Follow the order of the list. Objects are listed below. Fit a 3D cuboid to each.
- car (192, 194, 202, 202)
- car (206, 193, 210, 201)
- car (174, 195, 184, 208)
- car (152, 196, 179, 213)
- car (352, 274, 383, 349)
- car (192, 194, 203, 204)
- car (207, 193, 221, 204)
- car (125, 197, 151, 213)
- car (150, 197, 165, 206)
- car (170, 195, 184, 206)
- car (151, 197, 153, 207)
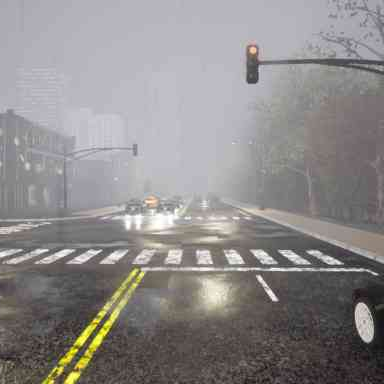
[{"bbox_3d":[1.179,1.325,77.120,2.097,1.767,4.553,0,0,1],"label":"car"},{"bbox_3d":[4.422,1.195,76.637,2.150,2.045,5.566,0,0,1],"label":"car"},{"bbox_3d":[-2.630,1.476,46.212,2.128,1.511,4.902,0,0,1],"label":"car"},{"bbox_3d":[-2.830,1.481,36.704,2.128,1.511,4.902,0,0,-2],"label":"car"},{"bbox_3d":[3.397,1.477,3.220,1.882,1.535,5.008,0,0,1],"label":"car"},{"bbox_3d":[1.085,1.523,64.619,2.033,1.411,5.357,0,0,1],"label":"car"},{"bbox_3d":[4.307,1.480,62.516,1.837,1.490,4.892,0,-1,1],"label":"car"},{"bbox_3d":[-6.046,1.481,36.376,2.128,1.511,4.902,0,0,-1],"label":"car"},{"bbox_3d":[-5.714,1.545,55.940,1.994,1.385,4.181,0,0,2],"label":"car"},{"bbox_3d":[-2.470,1.332,56.503,2.097,1.767,4.553,0,0,1],"label":"car"},{"bbox_3d":[-5.884,1.463,45.889,1.882,1.535,5.008,0,0,1],"label":"car"}]
